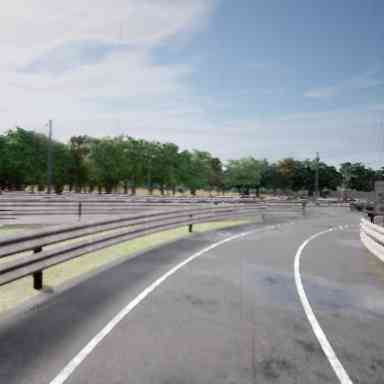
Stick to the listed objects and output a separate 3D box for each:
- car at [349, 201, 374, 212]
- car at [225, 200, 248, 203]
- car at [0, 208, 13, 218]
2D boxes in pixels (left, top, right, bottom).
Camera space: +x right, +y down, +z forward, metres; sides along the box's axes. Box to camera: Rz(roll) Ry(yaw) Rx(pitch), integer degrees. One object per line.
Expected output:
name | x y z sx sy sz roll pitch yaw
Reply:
car | 24.450 2.026 47.316 4.892 1.490 1.837 2 0 -31
car | 5.099 1.550 35.393 4.674 1.442 1.812 2 1 -32
car | -14.854 0.999 22.495 4.892 1.490 1.837 1 0 -33
